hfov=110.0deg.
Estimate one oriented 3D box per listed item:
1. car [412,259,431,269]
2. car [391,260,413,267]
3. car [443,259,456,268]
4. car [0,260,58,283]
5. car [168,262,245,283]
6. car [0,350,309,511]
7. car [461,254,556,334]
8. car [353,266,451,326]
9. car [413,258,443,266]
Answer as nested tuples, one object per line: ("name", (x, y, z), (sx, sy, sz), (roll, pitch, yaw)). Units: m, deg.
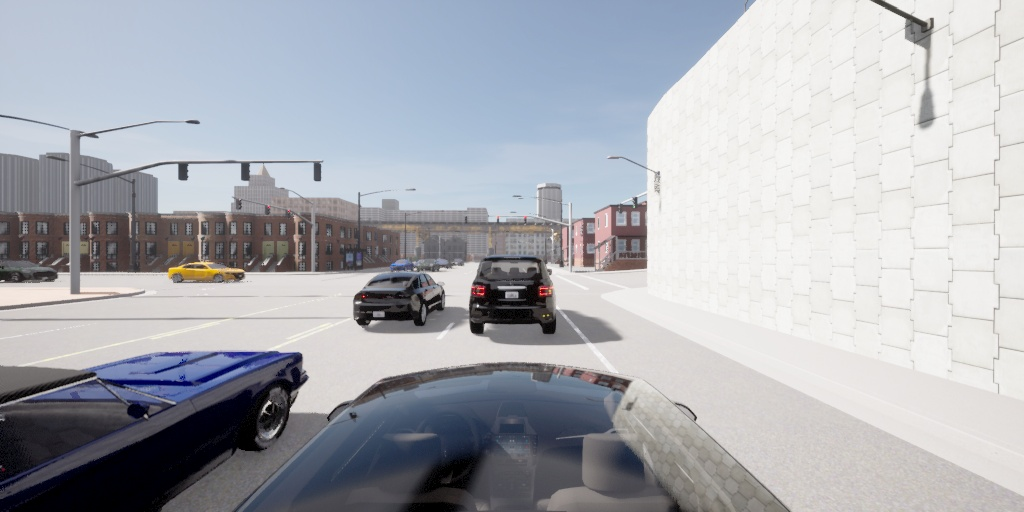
("car", (-14.108, 1.276, 56.168), (1.812, 1.442, 4.674), (0, 0, 0))
("car", (-14.111, 1.228, 46.325), (1.882, 1.535, 5.008), (0, 0, 0))
("car", (-10.607, 1.298, 56.130), (2.033, 1.411, 5.357), (0, 0, 0))
("car", (-37.497, 1.106, 27.071), (4.553, 1.767, 2.097), (0, 0, 0))
("car", (-22.901, 1.228, 26.995), (5.008, 1.535, 1.882), (0, 0, 1))
("car", (-3.397, 1.351, 2.204), (1.895, 1.301, 4.718), (0, 0, 0))
("car", (0.061, 0.971, 10.761), (2.150, 2.045, 5.566), (0, 0, 1))
("car", (-3.423, 1.255, 11.651), (1.837, 1.490, 4.892), (0, 0, 0))
("car", (-10.597, 1.102, 45.533), (2.097, 1.767, 4.553), (0, 0, 0))
